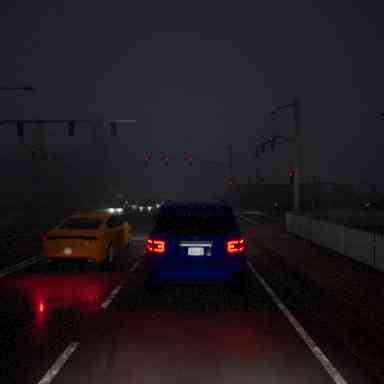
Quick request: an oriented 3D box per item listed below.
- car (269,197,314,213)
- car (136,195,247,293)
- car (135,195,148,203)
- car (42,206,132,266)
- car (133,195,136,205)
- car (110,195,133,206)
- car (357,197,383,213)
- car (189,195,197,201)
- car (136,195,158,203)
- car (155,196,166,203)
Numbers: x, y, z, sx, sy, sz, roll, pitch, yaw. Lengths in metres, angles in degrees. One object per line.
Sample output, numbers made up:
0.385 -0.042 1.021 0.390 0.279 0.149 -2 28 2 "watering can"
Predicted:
10.731 1.352 36.062 4.553 1.767 2.097 0 0 -1 "car"
0.083 1.221 9.007 2.150 2.045 5.566 0 0 0 "car"
-10.340 1.478 68.628 1.882 1.535 5.008 0 0 0 "car"
-3.397 1.478 11.629 1.882 1.535 5.008 0 0 0 "car"
-10.445 1.352 57.525 2.097 1.767 4.553 0 0 0 "car"
-10.484 1.491 48.217 2.128 1.511 4.902 0 0 0 "car"
20.513 1.352 36.282 4.553 1.767 2.097 0 0 -1 "car"
0.208 1.540 88.996 2.033 1.411 5.357 0 0 0 "car"
-6.973 1.547 52.215 2.033 1.411 5.357 0 0 0 "car"
-6.831 1.524 72.110 1.812 1.442 4.674 0 0 0 "car"
